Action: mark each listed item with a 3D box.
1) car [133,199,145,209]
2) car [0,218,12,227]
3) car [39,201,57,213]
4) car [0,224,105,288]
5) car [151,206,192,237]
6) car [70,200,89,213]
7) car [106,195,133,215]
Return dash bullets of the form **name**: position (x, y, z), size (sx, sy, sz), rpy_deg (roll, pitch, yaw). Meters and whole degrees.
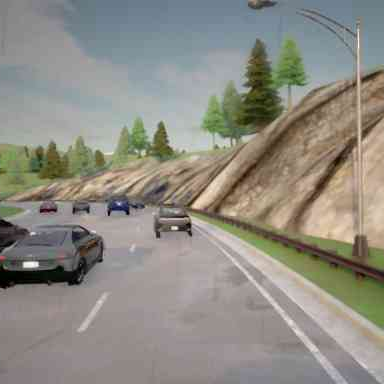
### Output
- **car**: position (-8.124, 1.692, 46.511), size (1.895, 1.301, 4.718), rpy_deg (0, 0, -25)
- **car**: position (-7.471, 1.613, 11.952), size (1.812, 1.442, 4.674), rpy_deg (0, 0, -6)
- **car**: position (-17.747, 1.770, 41.082), size (1.994, 1.385, 4.181), rpy_deg (-1, 0, -24)
- **car**: position (-3.782, 1.608, 9.499), size (1.994, 1.385, 4.181), rpy_deg (-1, 0, -4)
- **car**: position (-1.136, 1.504, 18.061), size (2.128, 1.511, 4.902), rpy_deg (-1, 0, -8)
- **car**: position (-13.220, 1.645, 39.326), size (2.128, 1.511, 4.902), rpy_deg (0, 0, -21)
- **car**: position (-7.932, 1.313, 35.541), size (2.150, 2.045, 5.566), rpy_deg (0, 0, -16)
